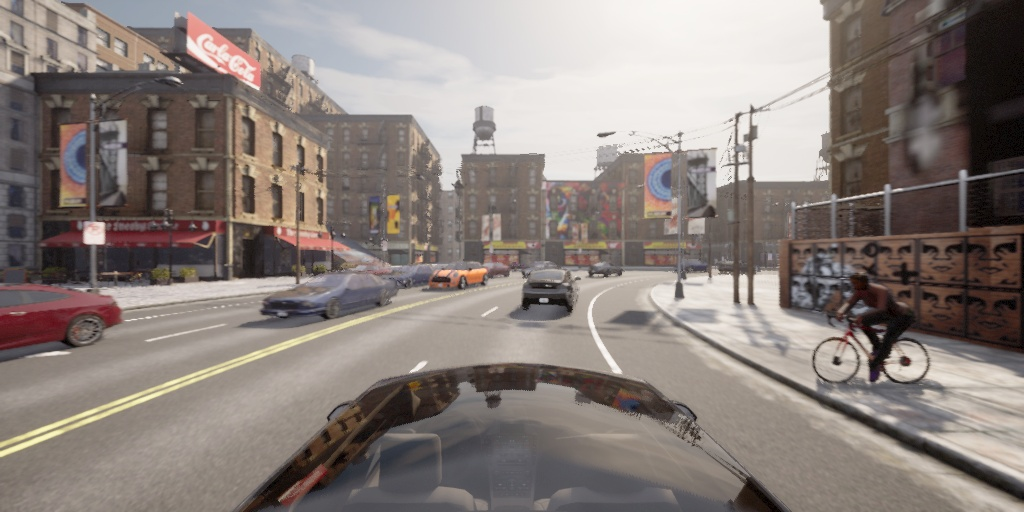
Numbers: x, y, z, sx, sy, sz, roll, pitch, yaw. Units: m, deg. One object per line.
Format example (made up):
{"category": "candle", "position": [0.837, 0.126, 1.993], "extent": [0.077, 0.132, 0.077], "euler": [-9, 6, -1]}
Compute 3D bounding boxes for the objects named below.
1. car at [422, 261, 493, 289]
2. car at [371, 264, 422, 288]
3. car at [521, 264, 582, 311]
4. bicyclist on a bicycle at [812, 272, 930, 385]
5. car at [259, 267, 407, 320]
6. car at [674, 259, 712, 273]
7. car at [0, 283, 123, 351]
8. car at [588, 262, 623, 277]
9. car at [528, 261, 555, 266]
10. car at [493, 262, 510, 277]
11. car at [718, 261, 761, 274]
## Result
{"category": "car", "position": [-3.270, 1.101, 22.689], "extent": [2.097, 1.767, 4.553], "euler": [0, 0, 22]}
{"category": "car", "position": [-6.525, 1.281, 23.977], "extent": [2.033, 1.411, 5.357], "euler": [0, 0, 22]}
{"category": "car", "position": [1.652, 1.252, 14.474], "extent": [1.837, 1.490, 4.892], "euler": [-1, 0, 14]}
{"category": "bicyclist on a bicycle", "position": [5.162, 1.056, 5.165], "extent": [1.656, 1.620, 0.582], "euler": [0, 0, 2]}
{"category": "car", "position": [-6.112, 1.285, 12.908], "extent": [2.033, 1.411, 5.357], "euler": [0, 0, 11]}
{"category": "car", "position": [21.949, 1.113, 43.430], "extent": [4.553, 1.767, 2.097], "euler": [0, 0, -22]}
{"category": "car", "position": [-10.272, 1.260, 6.611], "extent": [1.812, 1.442, 4.674], "euler": [0, 0, 4]}
{"category": "car", "position": [9.125, 1.274, 35.034], "extent": [1.812, 1.442, 4.674], "euler": [0, 0, 43]}
{"category": "car", "position": [2.714, 1.234, 33.395], "extent": [2.128, 1.511, 4.902], "euler": [0, 0, 36]}
{"category": "car", "position": [-1.890, 1.261, 32.695], "extent": [1.812, 1.442, 4.674], "euler": [0, 0, 32]}
{"category": "car", "position": [26.101, 1.274, 41.170], "extent": [4.892, 1.490, 1.837], "euler": [0, 0, -17]}
